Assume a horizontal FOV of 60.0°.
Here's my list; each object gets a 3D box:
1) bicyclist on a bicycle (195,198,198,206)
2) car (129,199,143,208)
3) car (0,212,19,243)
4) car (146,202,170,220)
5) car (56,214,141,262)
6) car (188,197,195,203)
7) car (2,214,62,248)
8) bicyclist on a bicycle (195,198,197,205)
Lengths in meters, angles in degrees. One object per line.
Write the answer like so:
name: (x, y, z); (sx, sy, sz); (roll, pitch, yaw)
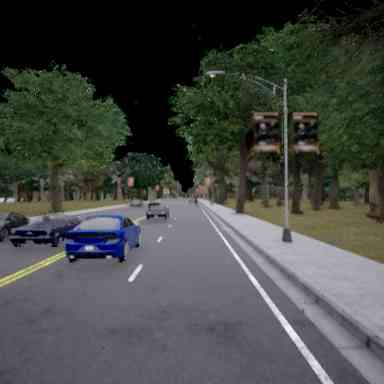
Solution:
bicyclist on a bicycle: (0.906, 2.073, 65.491); (0.582, 1.620, 1.656); (0, -1, 0)
car: (-9.785, 2.059, 58.805); (1.837, 1.490, 4.892); (0, -1, 1)
car: (-9.845, 1.719, 17.043); (1.994, 1.385, 4.181); (0, -1, 0)
car: (-3.147, 1.888, 31.545); (1.895, 1.301, 4.718); (0, -1, 0)
car: (-3.149, 1.593, 12.670); (1.882, 1.535, 5.008); (0, -1, 0)
car: (0.015, 2.287, 92.082); (2.033, 1.411, 5.357); (0, -1, 0)
car: (-6.595, 1.743, 15.712); (1.895, 1.301, 4.718); (0, -1, 0)
bicyclist on a bicycle: (0.907, 2.162, 74.492); (0.582, 1.620, 1.656); (0, -1, 0)
